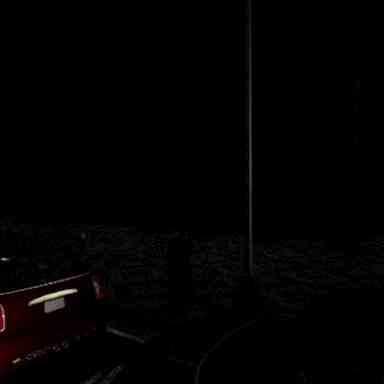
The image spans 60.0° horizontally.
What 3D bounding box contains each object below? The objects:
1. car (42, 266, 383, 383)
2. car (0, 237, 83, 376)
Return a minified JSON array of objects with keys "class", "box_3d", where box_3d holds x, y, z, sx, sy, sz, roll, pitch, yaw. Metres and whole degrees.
[{"class":"car","box_3d":[1.113,1.440,2.169,4.097,1.590,1.967,0,0,35]},{"class":"car","box_3d":[-3.308,1.451,5.313,4.097,1.590,1.967,0,0,35]}]
